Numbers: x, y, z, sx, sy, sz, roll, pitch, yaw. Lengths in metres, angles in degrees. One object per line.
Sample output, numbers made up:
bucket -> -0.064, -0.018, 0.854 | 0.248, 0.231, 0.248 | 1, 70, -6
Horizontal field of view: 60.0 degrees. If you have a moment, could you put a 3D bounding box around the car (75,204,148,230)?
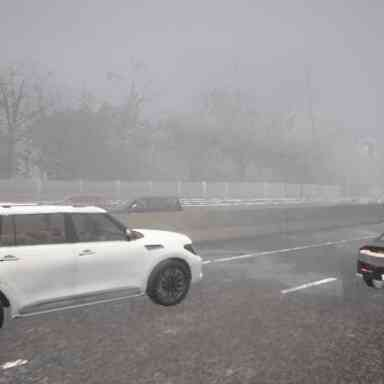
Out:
car -> -5.208, 1.571, 21.770 | 4.181, 1.385, 1.994 | 0, 0, -35

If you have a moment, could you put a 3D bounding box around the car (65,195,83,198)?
car -> -9.506, 1.229, 27.300 | 5.566, 2.045, 2.150 | 0, 0, -36

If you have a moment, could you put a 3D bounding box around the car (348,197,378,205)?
car -> 25.271, 1.597, 47.757 | 5.357, 1.411, 2.033 | 0, 0, -35

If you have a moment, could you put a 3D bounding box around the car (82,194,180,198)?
car -> -3.015, 1.228, 19.036 | 5.566, 2.045, 2.150 | 0, 0, -35

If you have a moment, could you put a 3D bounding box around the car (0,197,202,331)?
car -> -2.436, 1.223, 6.312 | 5.566, 2.045, 2.150 | 0, 0, -35

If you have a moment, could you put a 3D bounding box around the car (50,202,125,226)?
car -> -7.567, 1.512, 24.388 | 4.892, 1.490, 1.837 | 0, 0, -35

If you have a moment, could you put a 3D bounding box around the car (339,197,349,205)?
car -> 24.866, 1.530, 51.745 | 5.008, 1.535, 1.882 | 0, 0, -35

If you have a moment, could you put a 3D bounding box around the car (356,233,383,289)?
car -> 5.853, 1.497, 7.917 | 4.902, 1.511, 2.128 | 0, 0, -35

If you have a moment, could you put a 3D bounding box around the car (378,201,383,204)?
car -> 27.653, 1.575, 45.163 | 4.674, 1.442, 1.812 | 0, 0, -35
